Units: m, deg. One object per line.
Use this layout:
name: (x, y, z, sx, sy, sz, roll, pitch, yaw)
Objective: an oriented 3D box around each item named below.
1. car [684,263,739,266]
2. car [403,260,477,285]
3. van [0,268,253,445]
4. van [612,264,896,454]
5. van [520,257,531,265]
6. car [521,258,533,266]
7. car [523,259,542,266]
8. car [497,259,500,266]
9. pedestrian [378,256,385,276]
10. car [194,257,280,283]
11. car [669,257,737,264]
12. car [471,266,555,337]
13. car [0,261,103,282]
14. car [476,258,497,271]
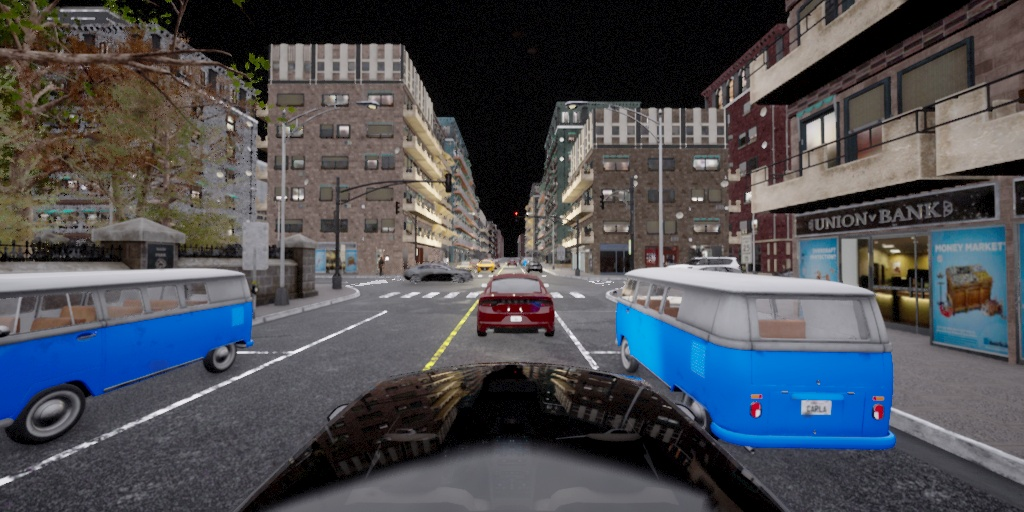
car: (13.519, 1.326, 22.735, 4.313, 1.339, 1.948, 0, 0, 1)
car: (-5.229, 1.245, 25.526, 4.902, 1.511, 2.128, 0, 0, 1)
van: (-5.658, 1.091, 4.988, 1.690, 1.789, 3.998, 0, 0, 0)
van: (2.656, 1.091, 4.992, 1.690, 1.789, 3.998, 0, 0, 0)
van: (2.650, 1.093, 59.866, 1.690, 1.789, 3.998, 0, 0, 0)
car: (2.658, 1.302, 48.582, 2.007, 1.370, 4.403, 0, 0, 0)
car: (2.662, 1.317, 42.939, 1.948, 1.339, 4.313, 0, 0, 0)
car: (-3.133, 1.299, 53.588, 2.033, 1.411, 5.357, 0, 0, 0)
pedestrian: (-12.562, 0.957, 34.370, 0.375, 1.860, 0.375, 0, -1, 1)
car: (-19.609, 0.974, 25.710, 4.553, 1.767, 2.097, 0, -1, 1)
car: (15.082, 1.093, 28.506, 5.566, 2.045, 2.150, 0, -1, 2)
car: (0.092, 1.227, 10.352, 1.882, 1.535, 5.008, 0, 0, 0)
car: (-33.341, 1.096, 25.864, 5.357, 1.411, 2.033, 0, -1, 1)
car: (-3.132, 1.228, 43.626, 1.882, 1.535, 5.008, 0, 0, 0)
